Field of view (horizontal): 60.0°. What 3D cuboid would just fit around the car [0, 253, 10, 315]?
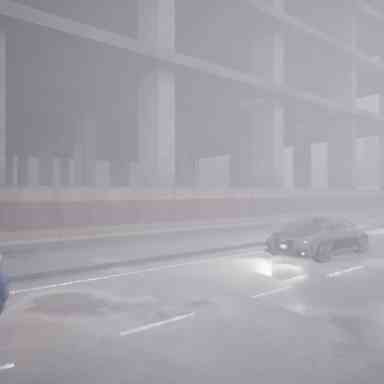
[{"bbox_3d":[-5.350,1.478,4.549,5.008,1.535,1.882,0,0,-34],"label":"car"}]

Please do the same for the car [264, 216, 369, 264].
[{"bbox_3d":[4.517,1.564,11.891,4.181,1.385,1.994,0,0,-37],"label":"car"}]
